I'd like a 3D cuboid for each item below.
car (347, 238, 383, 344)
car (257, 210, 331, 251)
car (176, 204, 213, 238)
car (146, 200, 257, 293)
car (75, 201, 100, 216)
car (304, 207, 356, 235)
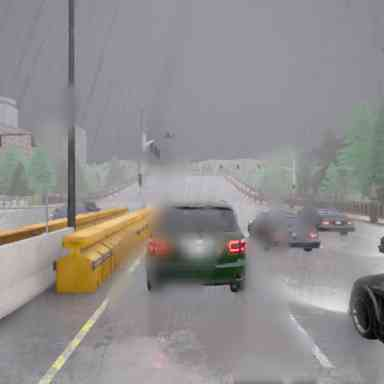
[{"bbox_3d":[3.606,1.564,3.913,1.994,1.385,4.181,0,0,0],"label":"car"},{"bbox_3d":[3.615,1.547,13.990,2.033,1.411,5.357,0,0,0],"label":"car"},{"bbox_3d":[0.119,1.505,18.881,1.837,1.490,4.892,0,0,0],"label":"car"},{"bbox_3d":[0.110,1.222,9.030,2.150,2.045,5.566,0,0,0],"label":"car"},{"bbox_3d":[-7.004,1.351,20.084,2.097,1.767,4.553,0,0,1],"label":"car"},{"bbox_3d":[7.116,1.547,18.654,2.033,1.411,5.357,0,0,0],"label":"car"}]
